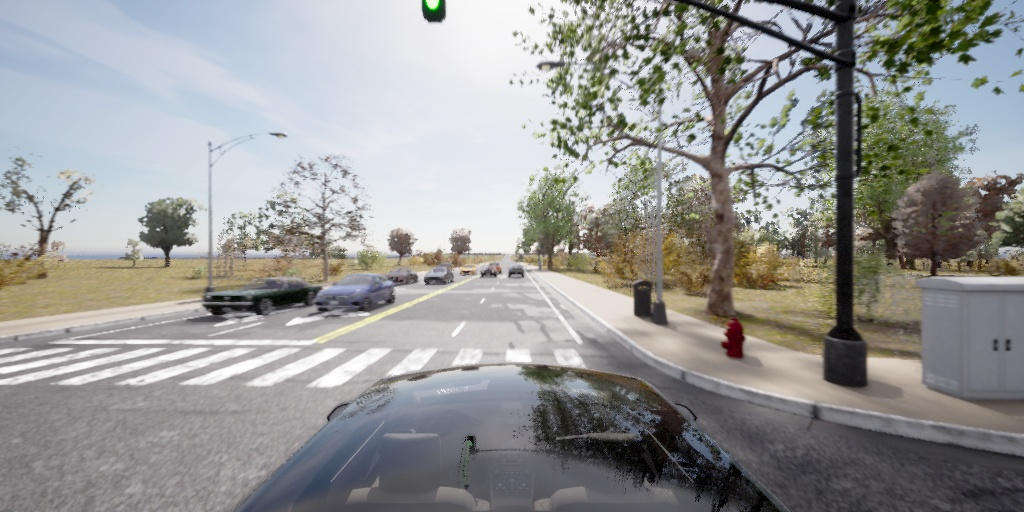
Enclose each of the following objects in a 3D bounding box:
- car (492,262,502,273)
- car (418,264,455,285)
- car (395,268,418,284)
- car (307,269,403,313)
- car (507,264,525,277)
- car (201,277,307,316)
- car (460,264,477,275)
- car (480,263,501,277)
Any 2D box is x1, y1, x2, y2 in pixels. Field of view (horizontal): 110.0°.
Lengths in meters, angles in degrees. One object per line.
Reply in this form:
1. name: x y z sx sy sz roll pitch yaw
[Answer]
1. car: -2.590 1.741 53.699 2.097 1.767 4.553 0 -1 1
2. car: -6.234 1.686 31.330 2.033 1.411 5.357 0 -1 1
3. car: -9.488 1.699 30.990 1.994 1.385 4.181 0 -1 1
4. car: -6.458 1.476 15.408 1.812 1.442 4.674 0 -1 1
5. car: 0.515 1.777 43.138 1.837 1.490 4.892 0 -1 1
6. car: -9.725 1.541 14.469 1.895 1.301 4.718 0 -1 1
7. car: -5.905 1.855 49.056 1.882 1.535 5.008 0 -1 1
8. car: -2.729 1.879 43.594 1.895 1.301 4.718 0 -1 1
